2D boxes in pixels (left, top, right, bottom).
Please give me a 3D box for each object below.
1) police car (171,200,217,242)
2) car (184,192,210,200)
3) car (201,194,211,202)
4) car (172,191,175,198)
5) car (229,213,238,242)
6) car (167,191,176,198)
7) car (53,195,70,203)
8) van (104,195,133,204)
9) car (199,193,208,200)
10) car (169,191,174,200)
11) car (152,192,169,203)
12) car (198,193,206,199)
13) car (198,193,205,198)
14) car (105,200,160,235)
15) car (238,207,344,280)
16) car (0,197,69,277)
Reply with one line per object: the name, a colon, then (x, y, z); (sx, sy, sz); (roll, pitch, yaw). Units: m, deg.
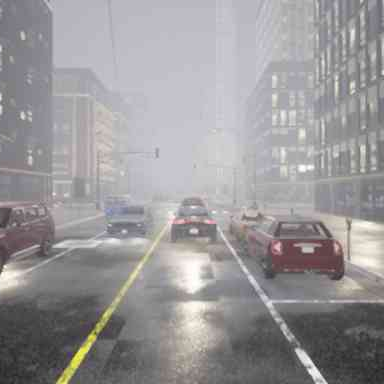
police car: (0.079, 1.366, 15.583); (2.038, 1.542, 4.974); (0, 0, 0)
car: (0.050, 1.134, 26.399); (2.097, 1.767, 4.553); (0, 0, 0)
car: (2.610, 1.063, 64.479); (1.752, 1.417, 4.829); (0, 0, 0)
car: (-5.795, 1.041, 81.285); (1.802, 1.307, 4.206); (0, 0, 0)
car: (2.687, 1.391, 15.366); (1.752, 1.417, 4.829); (1, 0, 0)
car: (-5.808, 0.730, 92.611); (2.192, 1.841, 5.009); (0, 0, 0)
car: (-19.115, 1.138, 45.620); (4.507, 1.381, 1.887); (0, 0, 0)
van: (-5.695, 1.126, 26.229); (1.690, 1.788, 3.998); (1, 0, 0)
car: (2.593, 1.006, 75.804); (1.752, 1.417, 4.829); (0, 0, 0)
car: (-5.787, 1.050, 75.623); (1.947, 1.339, 4.313); (0, 0, 0)
car: (-5.761, 0.889, 58.634); (2.192, 1.841, 5.009); (0, 0, 0)
car: (2.578, 0.958, 87.129); (1.752, 1.417, 4.829); (0, 0, 0)
car: (2.570, 0.979, 92.623); (1.947, 1.339, 4.313); (0, 0, 0)
car: (-3.081, 1.395, 17.835); (2.033, 1.411, 5.357); (0, 0, 0)
car: (2.693, 1.353, 9.671); (1.967, 1.590, 4.097); (1, 0, 0)
car: (-5.700, 1.231, 9.659); (2.192, 1.841, 5.009); (1, 1, 0)
